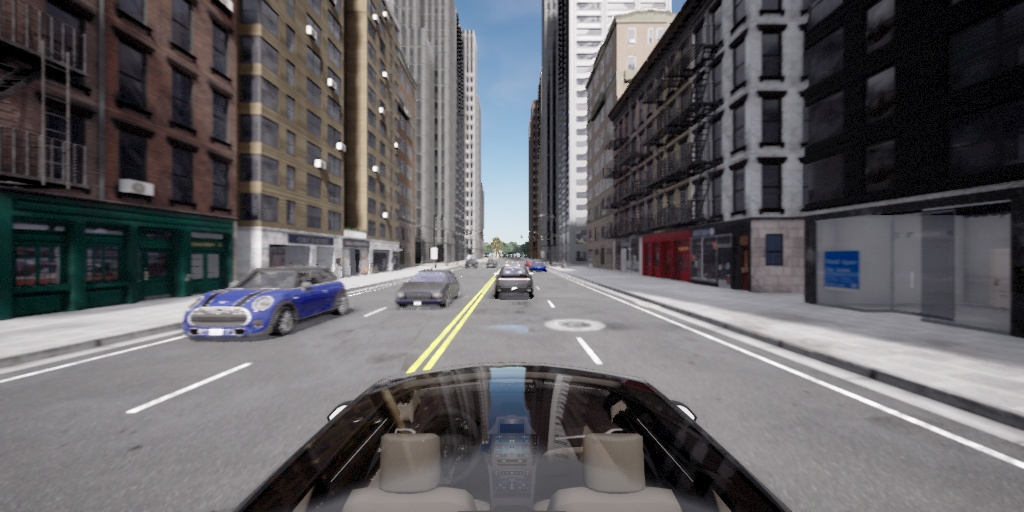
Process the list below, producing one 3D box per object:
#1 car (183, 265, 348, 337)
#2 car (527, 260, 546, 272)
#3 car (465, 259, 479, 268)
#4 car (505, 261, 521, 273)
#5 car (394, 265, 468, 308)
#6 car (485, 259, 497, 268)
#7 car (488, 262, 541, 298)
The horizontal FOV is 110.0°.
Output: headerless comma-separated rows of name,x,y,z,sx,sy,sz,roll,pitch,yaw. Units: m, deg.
car,-6.601,1.101,10.243,2.097,1.767,4.553,0,0,0
car,3.341,1.303,46.570,1.994,1.385,4.181,0,0,0
car,-6.516,1.240,58.289,1.837,1.490,4.892,0,0,0
car,0.091,1.341,43.950,1.895,1.301,4.718,0,0,0
car,-3.355,1.296,15.407,2.033,1.411,5.357,0,0,0
car,-3.262,1.293,58.822,1.837,1.490,4.892,0,0,0
car,0.097,1.241,18.449,2.128,1.511,4.902,0,0,0
